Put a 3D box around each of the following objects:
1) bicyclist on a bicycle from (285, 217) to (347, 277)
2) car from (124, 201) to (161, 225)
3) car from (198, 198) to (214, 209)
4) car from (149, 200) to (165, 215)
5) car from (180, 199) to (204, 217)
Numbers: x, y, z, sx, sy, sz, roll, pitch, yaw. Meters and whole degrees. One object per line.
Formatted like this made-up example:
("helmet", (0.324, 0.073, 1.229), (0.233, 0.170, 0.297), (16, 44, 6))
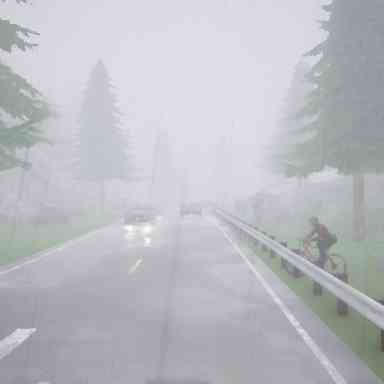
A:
("bicyclist on a bicycle", (3.327, 1.486, 8.816), (1.656, 1.620, 0.582), (4, 1, -1))
("car", (-3.612, 1.562, 23.973), (1.994, 1.385, 4.181), (0, 0, -1))
("car", (1.535, 1.520, 44.833), (1.812, 1.442, 4.674), (0, 0, 23))
("car", (-3.839, 1.522, 33.909), (1.812, 1.442, 4.674), (0, 0, -1))
("car", (-0.137, 1.596, 31.436), (1.895, 1.301, 4.718), (0, 0, -1))
